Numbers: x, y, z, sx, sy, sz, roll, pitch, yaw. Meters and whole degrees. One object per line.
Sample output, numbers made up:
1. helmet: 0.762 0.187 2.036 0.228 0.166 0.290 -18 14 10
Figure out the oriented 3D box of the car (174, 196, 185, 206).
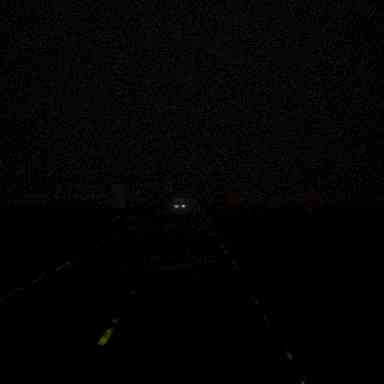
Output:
1. car: -2.718 2.001 75.309 2.150 2.045 5.566 0 -1 0
